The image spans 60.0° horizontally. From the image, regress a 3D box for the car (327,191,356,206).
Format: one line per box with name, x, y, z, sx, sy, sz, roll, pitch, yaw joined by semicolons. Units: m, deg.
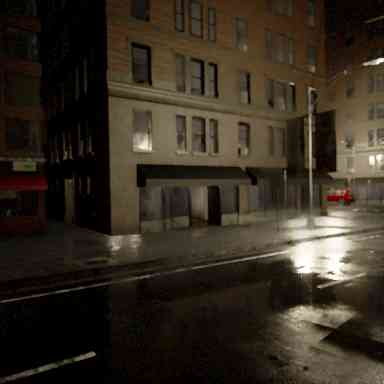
car;17.649;0.733;41.426;2.192;1.841;5.009;-1;1;-44
